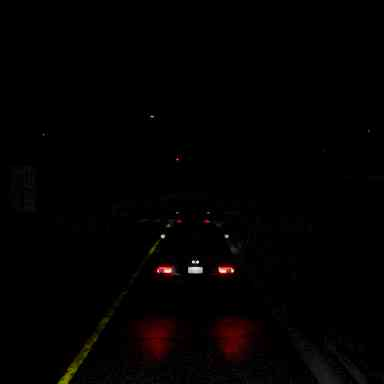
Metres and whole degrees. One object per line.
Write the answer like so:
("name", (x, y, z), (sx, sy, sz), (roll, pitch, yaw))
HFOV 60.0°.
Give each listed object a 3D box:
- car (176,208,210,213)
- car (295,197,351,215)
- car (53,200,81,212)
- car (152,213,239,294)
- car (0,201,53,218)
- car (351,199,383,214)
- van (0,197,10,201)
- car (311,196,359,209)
("car", (0.050, 1.549, 18.119), (1.994, 1.385, 4.181), (0, 0, 0))
("car", (11.602, 1.418, 30.277), (4.313, 1.339, 1.947), (-1, 1, 0))
("car", (-15.552, 1.584, 38.783), (4.829, 1.417, 1.752), (-1, 1, 0))
("car", (0.075, 1.542, 8.893), (2.033, 1.411, 5.357), (0, 0, 0))
("car", (-15.366, 1.727, 30.259), (4.206, 1.307, 1.802), (-1, 1, 0))
("car", (16.981, 1.341, 30.281), (4.403, 1.369, 2.008), (-1, 1, 0))
("van", (-21.064, 1.456, 38.775), (3.998, 1.788, 1.690), (-1, 1, 0))
("car", (16.629, 1.232, 38.805), (4.829, 1.417, 1.752), (-1, 1, 0))
